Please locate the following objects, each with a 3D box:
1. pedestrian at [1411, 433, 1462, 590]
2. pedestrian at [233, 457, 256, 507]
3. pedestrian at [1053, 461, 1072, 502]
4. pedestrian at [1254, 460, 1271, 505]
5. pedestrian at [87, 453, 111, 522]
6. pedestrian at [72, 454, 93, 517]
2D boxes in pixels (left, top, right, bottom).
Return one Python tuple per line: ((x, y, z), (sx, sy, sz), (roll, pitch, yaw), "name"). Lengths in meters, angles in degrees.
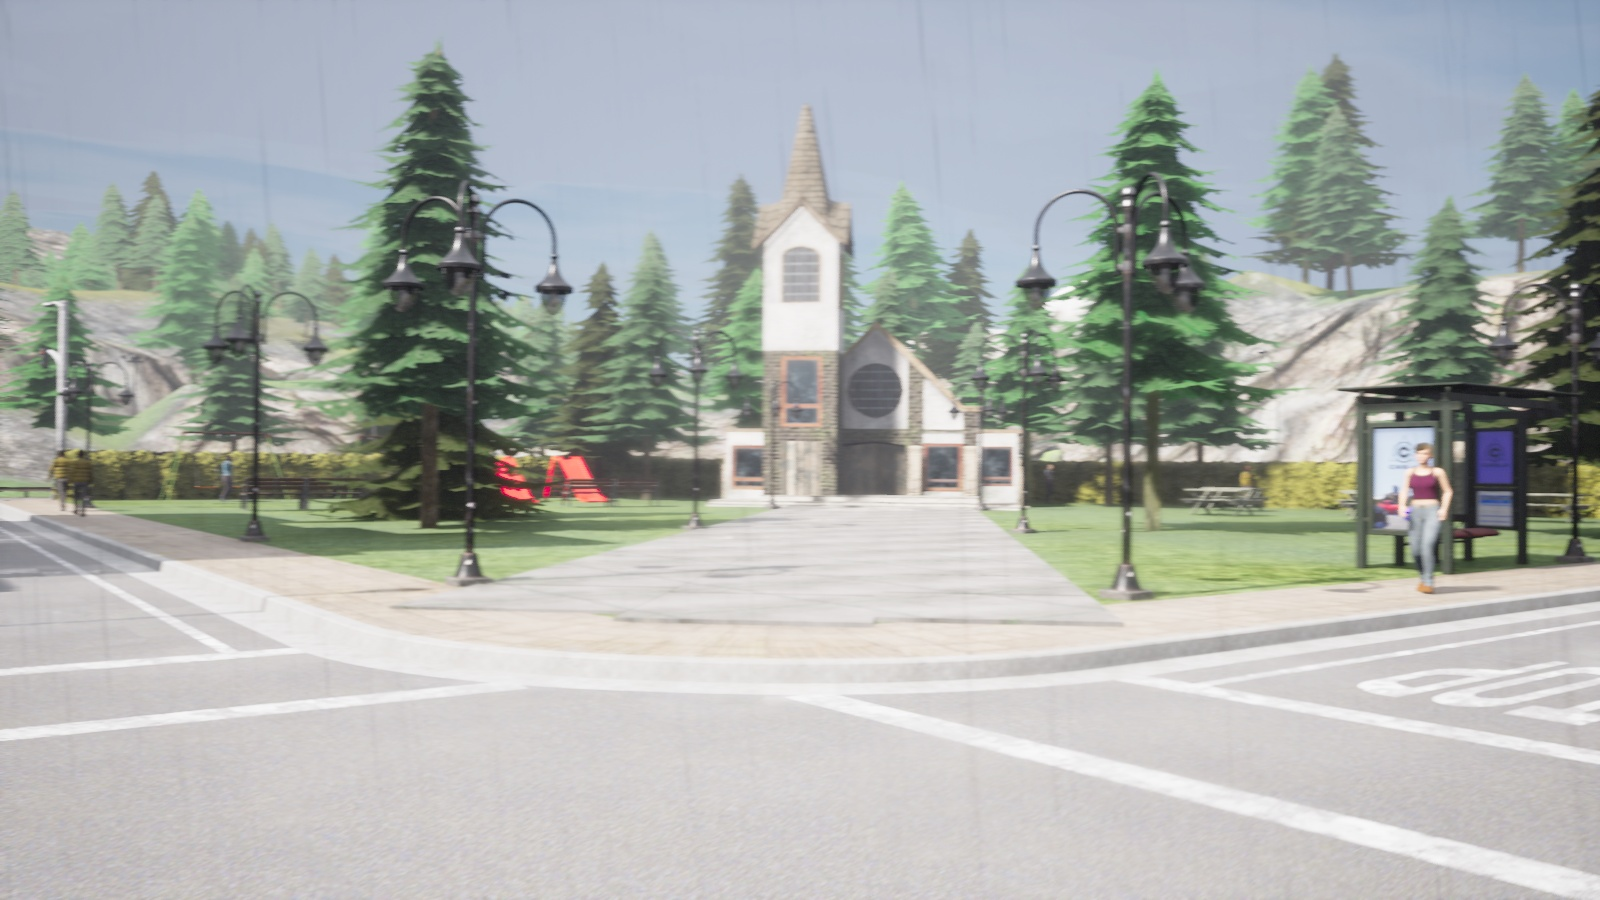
((7.606, 0.727, 15.012), (0.594, 1.836, 0.345), (1, -1, -43), "pedestrian")
((-21.396, 1.236, 48.378), (0.692, 1.930, 0.396), (0, -1, -3), "pedestrian")
((11.785, 1.402, 56.395), (0.694, 1.848, 0.540), (-1, -1, 39), "pedestrian")
((19.243, 1.341, 52.287), (0.370, 1.835, 0.726), (0, -1, -6), "pedestrian")
((-18.722, 0.997, 33.540), (0.431, 1.840, 0.709), (1, -1, -38), "pedestrian")
((-21.241, 1.054, 37.154), (0.431, 1.840, 0.709), (1, -1, -37), "pedestrian")
